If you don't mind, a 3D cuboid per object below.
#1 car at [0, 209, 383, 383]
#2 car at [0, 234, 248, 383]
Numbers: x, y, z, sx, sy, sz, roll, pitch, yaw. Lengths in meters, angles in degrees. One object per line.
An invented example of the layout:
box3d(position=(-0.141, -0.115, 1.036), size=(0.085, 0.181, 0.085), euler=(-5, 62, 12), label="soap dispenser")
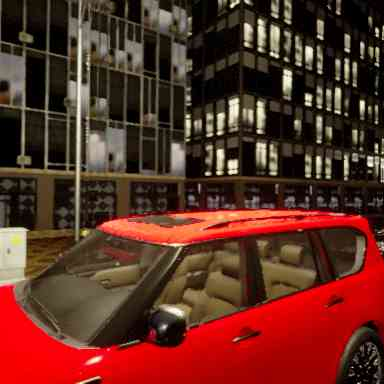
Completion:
box3d(position=(-0.122, 1.237, 3.290), size=(5.566, 2.045, 2.150), euler=(1, 0, -35), label="car")
box3d(position=(-1.205, 1.603, 5.695), size=(4.206, 1.307, 1.802), euler=(1, 0, -35), label="car")
